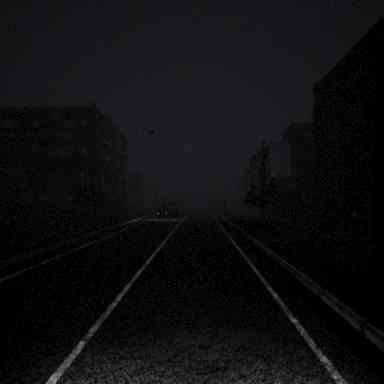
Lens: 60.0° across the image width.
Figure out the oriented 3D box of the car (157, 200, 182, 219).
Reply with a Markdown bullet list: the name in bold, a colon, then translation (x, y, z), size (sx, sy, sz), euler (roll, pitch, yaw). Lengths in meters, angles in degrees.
- **car**: translation (-2.731, 1.982, 38.953), size (2.150, 2.045, 5.566), euler (0, -1, 1)

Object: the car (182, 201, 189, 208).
- **car**: translation (-1.702, 3.009, 81.014), size (1.837, 1.490, 4.892), euler (0, -1, 1)
